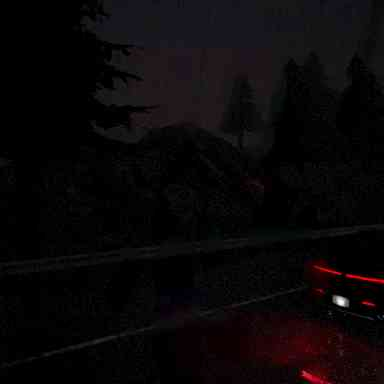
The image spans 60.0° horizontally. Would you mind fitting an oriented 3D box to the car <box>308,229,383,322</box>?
[{"bbox_3d":[4.425,1.514,6.801,4.892,1.490,1.837,-1,0,-34],"label":"car"}]
